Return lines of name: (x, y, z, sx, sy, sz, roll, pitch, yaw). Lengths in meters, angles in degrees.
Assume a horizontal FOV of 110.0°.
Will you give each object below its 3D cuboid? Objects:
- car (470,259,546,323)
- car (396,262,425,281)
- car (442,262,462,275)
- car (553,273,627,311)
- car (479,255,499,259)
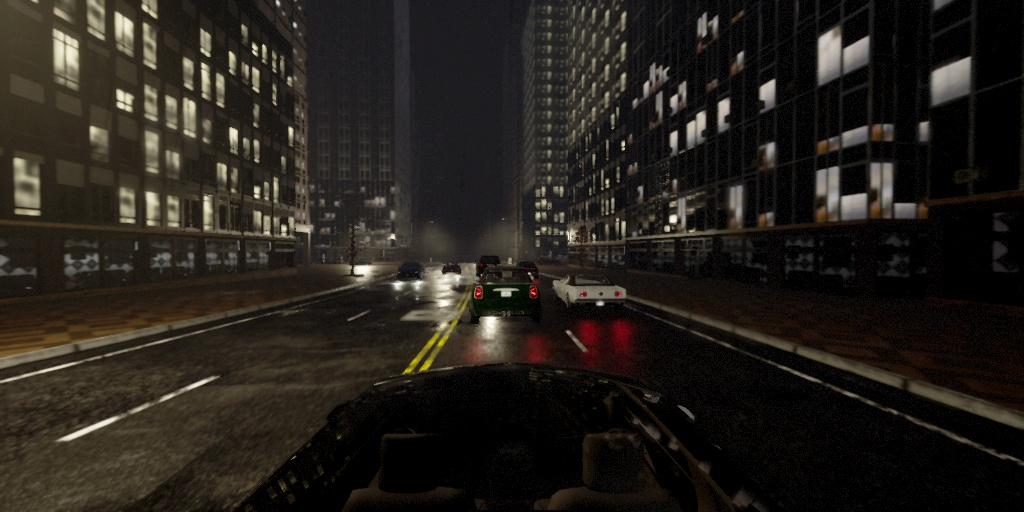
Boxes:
car: (-0.266, 1.097, 12.308, 2.097, 1.767, 4.553, 0, 0, -3)
car: (-8.696, 1.238, 31.085, 1.882, 1.535, 5.008, 0, 0, -7)
car: (-6.339, 1.308, 38.035, 1.994, 1.385, 4.181, 0, 0, -8)
car: (2.891, 1.336, 14.483, 1.895, 1.301, 4.718, 0, 0, -3)
car: (-2.150, 0.955, 32.558, 2.150, 2.045, 5.566, 0, 0, -7)
